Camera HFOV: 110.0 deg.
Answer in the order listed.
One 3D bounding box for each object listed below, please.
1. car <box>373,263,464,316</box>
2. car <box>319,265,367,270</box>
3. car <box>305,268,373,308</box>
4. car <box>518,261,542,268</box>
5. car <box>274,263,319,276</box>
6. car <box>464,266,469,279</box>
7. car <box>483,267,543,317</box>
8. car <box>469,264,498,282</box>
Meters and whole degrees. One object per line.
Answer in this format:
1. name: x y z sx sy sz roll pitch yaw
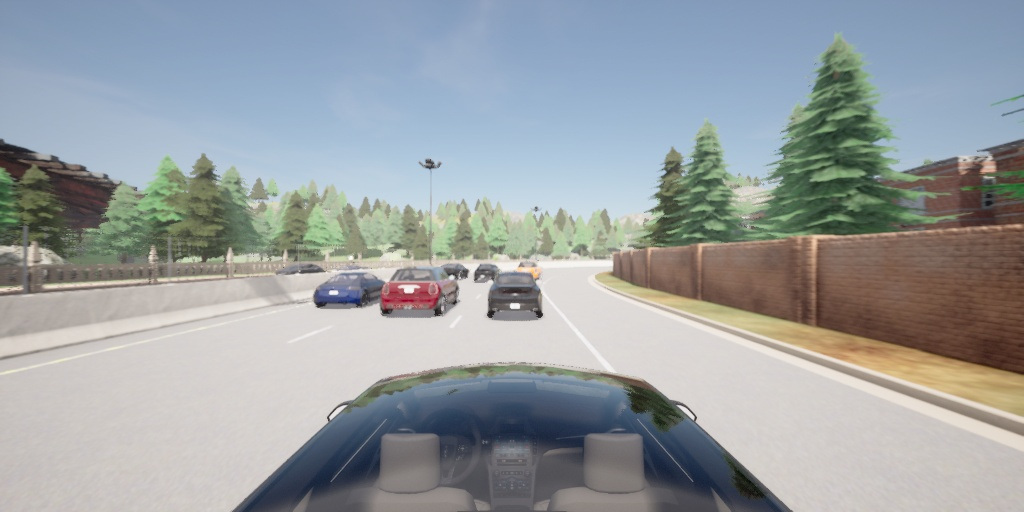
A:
1. car: -3.380 1.171 13.967 2.097 1.767 4.553 0 0 1
2. car: -13.147 1.468 29.122 1.994 1.385 4.181 0 0 7
3. car: -6.849 1.393 15.854 1.994 1.385 4.181 0 0 1
4. car: 1.501 1.268 31.181 2.097 1.767 4.553 0 0 9
5. car: -19.606 1.434 33.296 1.837 1.490 4.892 0 -1 10
6. car: -5.297 1.404 33.021 1.882 1.535 5.008 0 0 10
7. car: 0.108 1.322 13.531 1.837 1.490 4.892 0 0 0
8. car: -2.012 1.423 31.516 1.837 1.490 4.892 0 0 9
